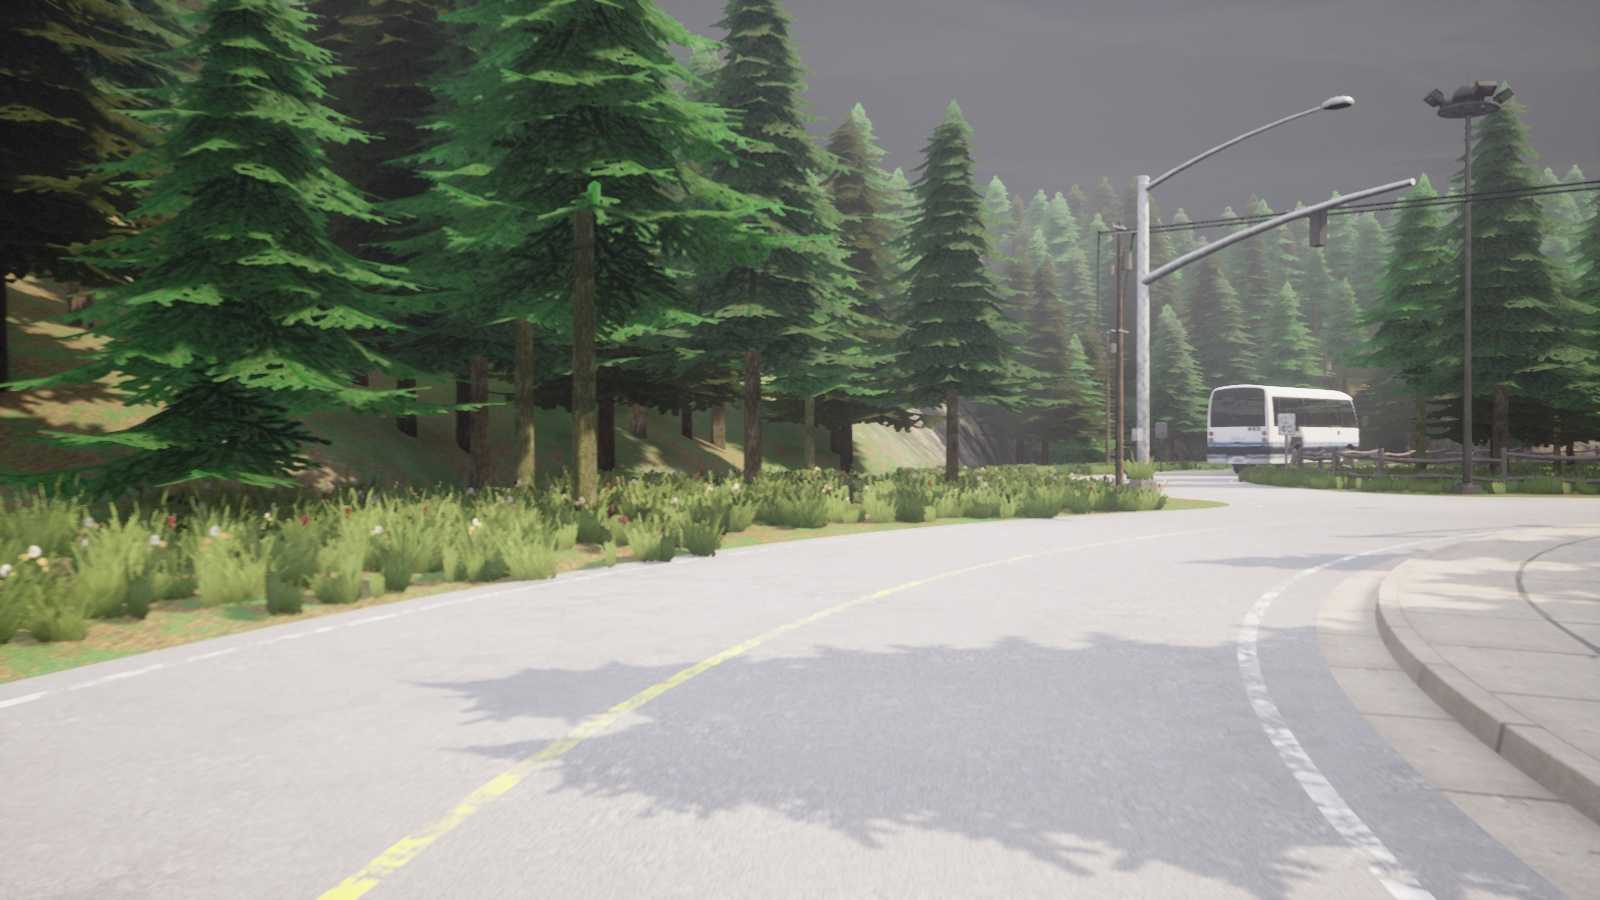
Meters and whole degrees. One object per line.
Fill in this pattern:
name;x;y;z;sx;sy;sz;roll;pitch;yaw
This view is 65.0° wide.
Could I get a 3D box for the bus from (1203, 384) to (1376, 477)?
bus;24.558;-0.920;62.683;10.273;4.253;3.944;0;0;-43
